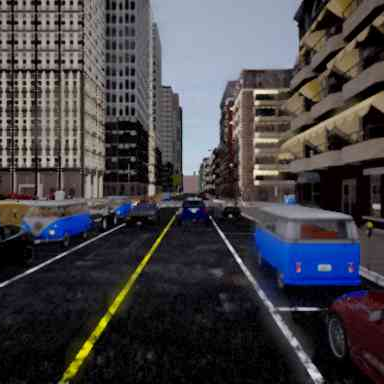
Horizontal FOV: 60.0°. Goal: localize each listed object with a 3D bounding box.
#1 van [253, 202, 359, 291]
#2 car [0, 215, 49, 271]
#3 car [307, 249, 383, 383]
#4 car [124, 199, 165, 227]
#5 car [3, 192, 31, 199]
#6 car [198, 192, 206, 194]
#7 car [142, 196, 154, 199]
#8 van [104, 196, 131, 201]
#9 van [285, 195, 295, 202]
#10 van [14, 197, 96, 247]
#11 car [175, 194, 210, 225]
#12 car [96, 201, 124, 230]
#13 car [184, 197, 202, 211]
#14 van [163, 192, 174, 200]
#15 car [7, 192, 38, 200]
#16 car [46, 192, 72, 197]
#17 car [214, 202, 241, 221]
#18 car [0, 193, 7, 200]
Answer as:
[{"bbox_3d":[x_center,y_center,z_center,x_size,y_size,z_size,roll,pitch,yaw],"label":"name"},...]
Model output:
[{"bbox_3d":[2.695,1.293,8.606,1.690,1.788,3.998,0,0,0],"label":"van"},{"bbox_3d":[-5.685,1.518,8.613,1.947,1.339,4.313,0,0,0],"label":"car"},{"bbox_3d":[2.692,1.565,2.959,1.802,1.307,4.206,0,0,0],"label":"car"},{"bbox_3d":[-3.085,1.428,22.074,2.033,1.411,5.357,0,0,0],"label":"car"},{"bbox_3d":[-32.323,0.665,61.652,4.206,1.307,1.802,1,-1,0],"label":"car"},{"bbox_3d":[2.747,0.864,91.626,2.192,1.841,5.009,0,0,0],"label":"car"},{"bbox_3d":[-5.664,1.218,42.504,1.967,1.590,4.097,0,0,0],"label":"car"},{"bbox_3d":[-5.674,1.204,25.557,1.690,1.788,3.998,0,0,0],"label":"van"},{"bbox_3d":[16.964,1.428,53.223,3.998,1.788,1.690,1,-1,0],"label":"van"},{"bbox_3d":[-5.682,1.263,14.260,1.690,1.788,3.998,0,0,0],"label":"van"},{"bbox_3d":[0.114,1.228,23.272,2.097,1.767,4.553,0,0,0],"label":"car"},{"bbox_3d":[-5.678,1.443,19.910,2.008,1.369,4.403,0,0,0],"label":"car"},{"bbox_3d":[0.123,1.360,38.873,1.994,1.385,4.181,0,0,0],"label":"car"},{"bbox_3d":[-5.643,0.964,74.977,1.690,1.788,3.998,0,0,0],"label":"van"},{"bbox_3d":[-26.674,0.828,53.282,4.206,1.307,1.802,1,-1,0],"label":"car"},{"bbox_3d":[-21.097,0.793,53.294,4.097,1.590,1.967,1,-1,0],"label":"car"},{"bbox_3d":[2.706,1.414,25.553,2.008,1.369,4.403,0,0,0],"label":"car"},{"bbox_3d":[-32.243,0.454,53.276,5.009,1.841,2.192,1,-1,0],"label":"car"}]
